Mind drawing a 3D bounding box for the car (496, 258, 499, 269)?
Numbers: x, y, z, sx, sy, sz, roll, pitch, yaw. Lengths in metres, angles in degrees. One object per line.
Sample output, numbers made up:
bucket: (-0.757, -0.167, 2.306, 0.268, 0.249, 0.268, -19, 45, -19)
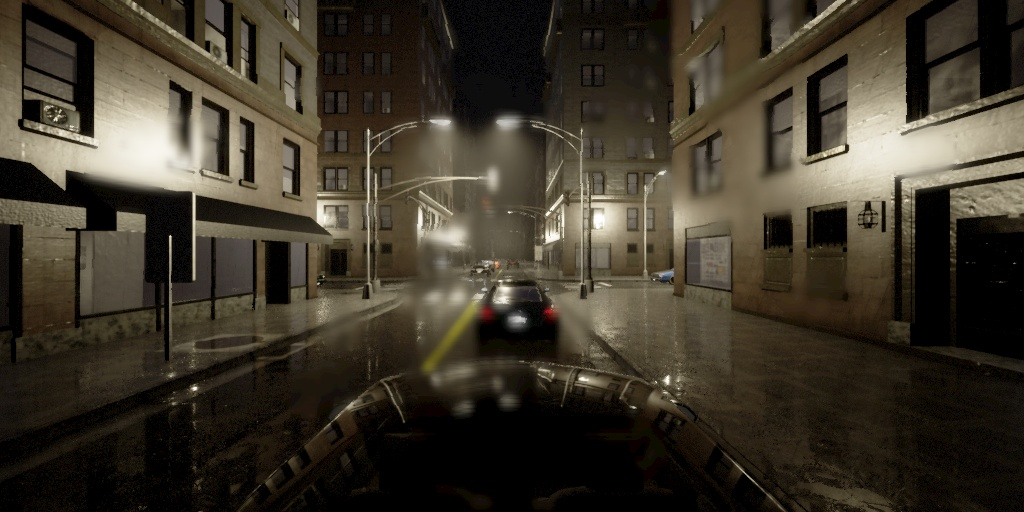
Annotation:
car: (-3.078, 1.294, 46.068, 2.033, 1.411, 5.357, 0, 0, 0)

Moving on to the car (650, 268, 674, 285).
car: (12.626, 1.260, 25.150, 5.357, 1.411, 2.033, 0, 0, 0)

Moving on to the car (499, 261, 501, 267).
car: (-3.060, 1.093, 55.850, 2.097, 1.767, 4.553, 0, 0, -1)

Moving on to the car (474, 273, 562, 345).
car: (0.118, 1.314, 9.497, 1.994, 1.385, 4.181, 0, 0, -1)

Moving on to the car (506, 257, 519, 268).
car: (0.130, 1.241, 58.544, 1.837, 1.490, 4.892, 0, -1, 0)

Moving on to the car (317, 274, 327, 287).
car: (-14.016, 1.387, 21.877, 4.718, 1.301, 1.895, 0, 0, 0)

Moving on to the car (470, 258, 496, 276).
car: (-3.079, 1.240, 36.326, 2.128, 1.511, 4.902, 0, 0, 0)
